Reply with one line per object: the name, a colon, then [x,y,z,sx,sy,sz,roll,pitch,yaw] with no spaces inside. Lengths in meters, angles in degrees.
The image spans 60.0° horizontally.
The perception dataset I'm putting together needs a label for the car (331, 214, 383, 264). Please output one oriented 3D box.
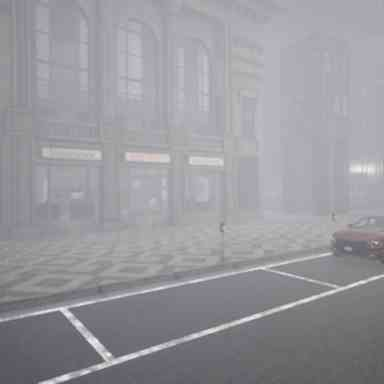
car: [6.532,1.449,11.317,4.507,1.381,1.887,-1,0,-36]
